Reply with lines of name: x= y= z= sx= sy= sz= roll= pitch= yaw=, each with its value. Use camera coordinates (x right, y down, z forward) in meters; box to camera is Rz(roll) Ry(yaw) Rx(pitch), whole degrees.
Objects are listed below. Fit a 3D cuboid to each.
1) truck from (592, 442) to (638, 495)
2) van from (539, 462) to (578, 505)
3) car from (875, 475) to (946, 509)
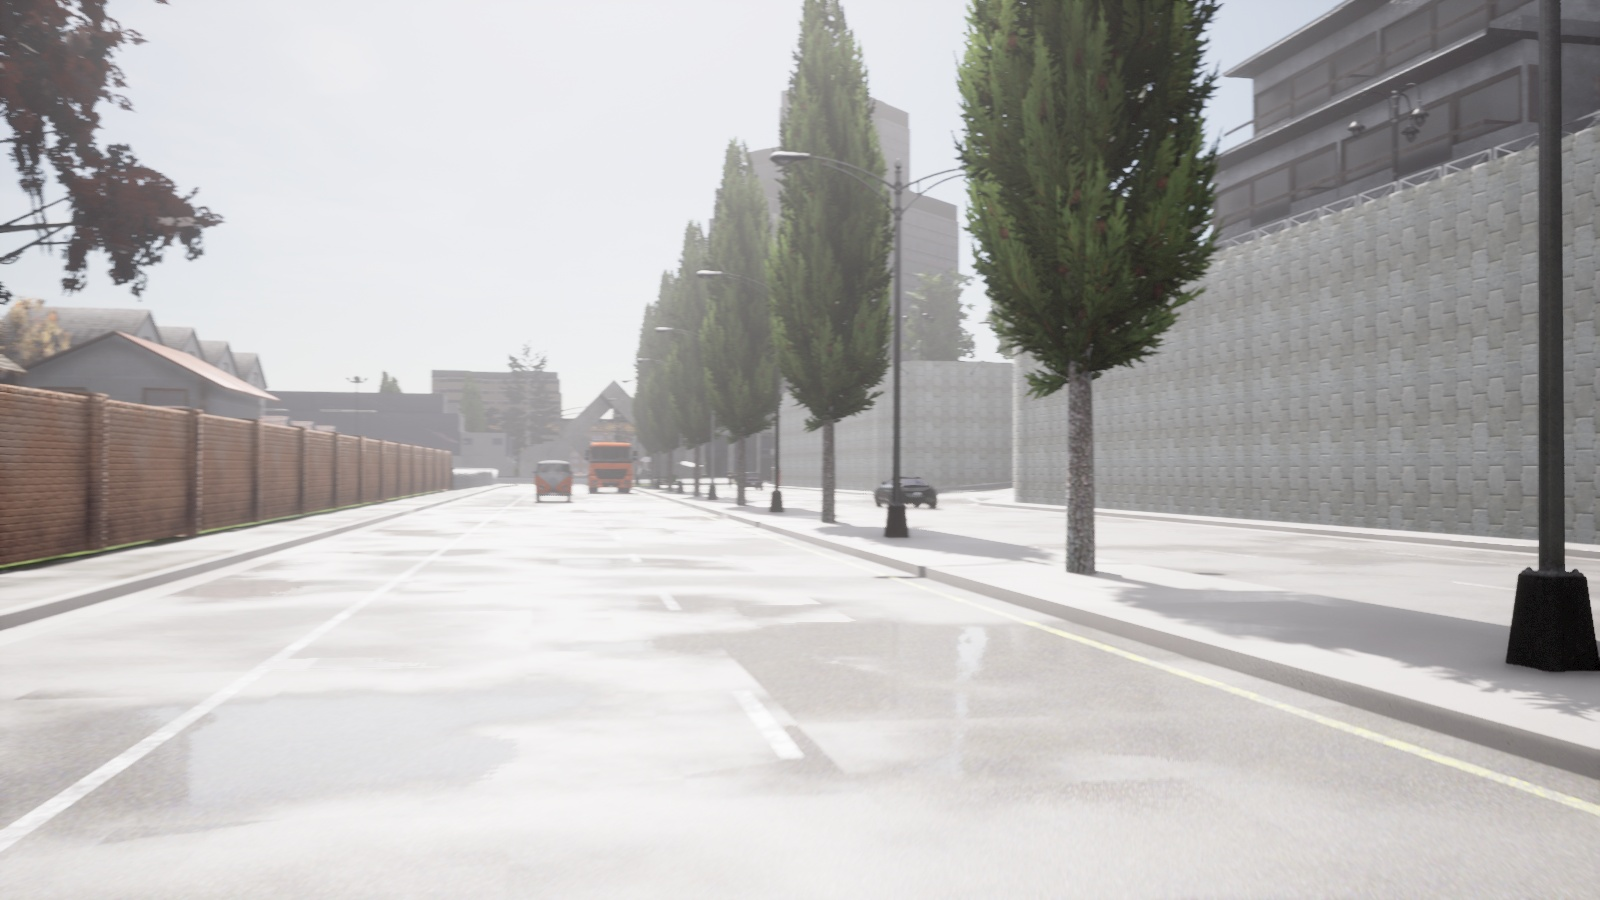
truck: x=-12.783 y=1.303 z=86.365 sx=2.891 sy=3.462 sz=7.936 roll=0 pitch=-1 yaw=-10
van: x=-11.603 y=1.601 z=60.506 sx=1.775 sy=1.987 sz=4.442 roll=0 pitch=-1 yaw=-10
car: x=4.744 y=1.786 z=54.512 sx=1.994 sy=1.385 sz=4.181 roll=0 pitch=-1 yaw=-10
